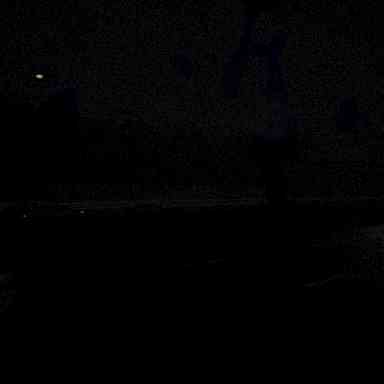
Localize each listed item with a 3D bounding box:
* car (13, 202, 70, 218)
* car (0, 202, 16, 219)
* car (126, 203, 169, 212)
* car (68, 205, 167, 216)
[{"bbox_3d":[-9.643,1.569,22.907,4.181,1.385,1.994,0,0,-35],"label":"car"},{"bbox_3d":[-13.100,1.496,24.741,4.902,1.511,2.128,0,0,-35],"label":"car"},{"bbox_3d":[-3.802,1.497,22.771,4.902,1.511,2.128,0,0,-35],"label":"car"},{"bbox_3d":[-4.011,1.606,18.327,4.718,1.301,1.895,0,0,-35],"label":"car"}]
